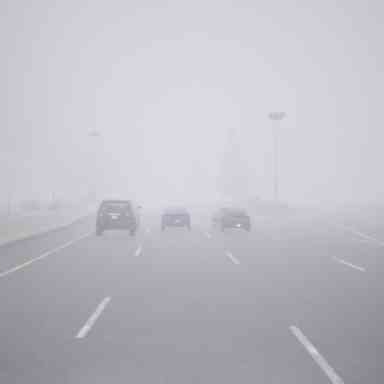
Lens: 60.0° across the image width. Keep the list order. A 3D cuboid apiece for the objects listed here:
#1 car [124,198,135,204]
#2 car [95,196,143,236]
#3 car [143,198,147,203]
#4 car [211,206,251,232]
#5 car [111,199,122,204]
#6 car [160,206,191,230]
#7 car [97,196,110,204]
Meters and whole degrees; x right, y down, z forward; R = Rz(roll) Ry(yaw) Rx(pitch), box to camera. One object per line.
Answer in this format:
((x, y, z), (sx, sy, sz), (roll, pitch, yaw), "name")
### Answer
((-17.196, 2.470, 91.227), (1.812, 1.442, 4.674), (0, -1, -27), "car")
((-4.385, 1.439, 20.264), (2.150, 2.045, 5.566), (0, 0, -6), "car")
((-14.175, 2.440, 93.015), (1.837, 1.490, 4.892), (0, -1, -27), "car")
((2.470, 1.689, 21.761), (1.837, 1.490, 4.892), (0, 0, -6), "car")
((-20.359, 2.506, 89.728), (1.994, 1.385, 4.181), (0, -1, -27), "car")
((-1.222, 1.700, 23.306), (1.882, 1.535, 5.008), (0, 0, -6), "car")
((-23.301, 2.176, 87.767), (2.150, 2.045, 5.566), (0, -1, -27), "car")
